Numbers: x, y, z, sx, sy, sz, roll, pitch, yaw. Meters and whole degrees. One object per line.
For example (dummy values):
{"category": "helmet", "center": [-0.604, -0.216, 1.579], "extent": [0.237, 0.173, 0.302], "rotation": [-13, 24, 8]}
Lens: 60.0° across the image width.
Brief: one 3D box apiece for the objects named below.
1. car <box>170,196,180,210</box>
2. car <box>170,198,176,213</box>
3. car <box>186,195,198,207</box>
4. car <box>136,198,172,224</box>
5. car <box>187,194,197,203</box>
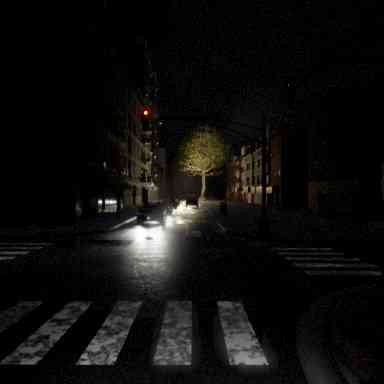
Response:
{"category": "car", "center": [-2.925, 1.542, 43.141], "extent": [1.994, 1.385, 4.181], "rotation": [0, 0, 0]}
{"category": "car", "center": [-2.933, 1.582, 33.955], "extent": [1.895, 1.301, 4.718], "rotation": [0, 0, 0]}
{"category": "car", "center": [-0.031, 1.454, 52.267], "extent": [1.882, 1.535, 5.008], "rotation": [0, 0, 0]}
{"category": "car", "center": [-2.908, 1.479, 24.744], "extent": [2.128, 1.511, 4.902], "rotation": [0, 0, 0]}
{"category": "car", "center": [-0.070, 1.330, 69.350], "extent": [2.097, 1.767, 4.553], "rotation": [0, 0, 0]}
